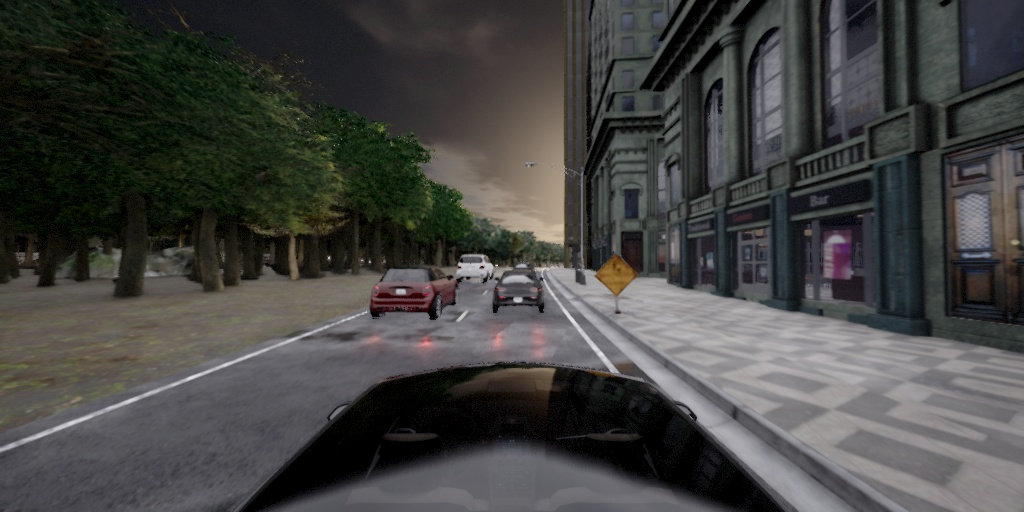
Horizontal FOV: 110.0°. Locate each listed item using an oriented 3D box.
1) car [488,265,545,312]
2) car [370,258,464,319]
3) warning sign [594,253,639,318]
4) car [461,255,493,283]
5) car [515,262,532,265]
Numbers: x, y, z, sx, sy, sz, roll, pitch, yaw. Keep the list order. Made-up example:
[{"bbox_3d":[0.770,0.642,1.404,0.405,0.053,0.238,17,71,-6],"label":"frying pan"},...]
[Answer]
[{"bbox_3d":[0.271,1.245,13.902,1.812,1.442,4.674,0,0,2],"label":"car"},{"bbox_3d":[-3.263,1.075,12.873,2.097,1.767,4.553,0,0,2],"label":"car"},{"bbox_3d":[3.147,0.849,10.726,1.300,1.860,1.060,0,0,1],"label":"warning sign"},{"bbox_3d":[-2.707,0.909,27.289,2.150,2.045,5.566,0,0,3],"label":"car"},{"bbox_3d":[0.933,1.213,29.293,1.812,1.442,4.674,0,0,4],"label":"car"}]
